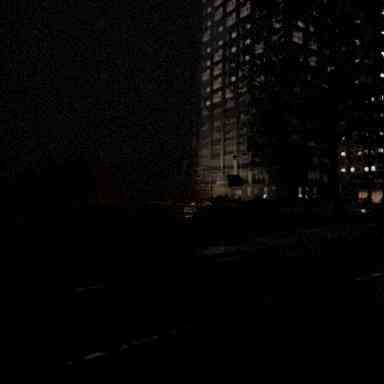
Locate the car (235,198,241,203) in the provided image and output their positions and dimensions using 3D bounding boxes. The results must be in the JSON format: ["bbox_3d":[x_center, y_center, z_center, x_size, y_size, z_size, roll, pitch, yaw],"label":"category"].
[{"bbox_3d":[8.247,1.752,66.257,1.895,1.301,4.718,1,-1,-34],"label":"car"}]

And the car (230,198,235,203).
[{"bbox_3d":[5.583,1.446,64.402,2.097,1.767,4.553,1,-1,-34],"label":"car"}]

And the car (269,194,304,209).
[{"bbox_3d":[13.098,1.282,47.152,2.150,2.045,5.566,1,-1,-34],"label":"car"}]

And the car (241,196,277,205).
[{"bbox_3d":[9.470,1.565,46.723,1.994,1.385,4.181,1,-1,-34],"label":"car"}]

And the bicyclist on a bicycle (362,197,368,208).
[{"bbox_3d":[25.260,1.561,48.487,1.656,1.620,0.582,1,0,-34],"label":"bicyclist on a bicycle"}]
